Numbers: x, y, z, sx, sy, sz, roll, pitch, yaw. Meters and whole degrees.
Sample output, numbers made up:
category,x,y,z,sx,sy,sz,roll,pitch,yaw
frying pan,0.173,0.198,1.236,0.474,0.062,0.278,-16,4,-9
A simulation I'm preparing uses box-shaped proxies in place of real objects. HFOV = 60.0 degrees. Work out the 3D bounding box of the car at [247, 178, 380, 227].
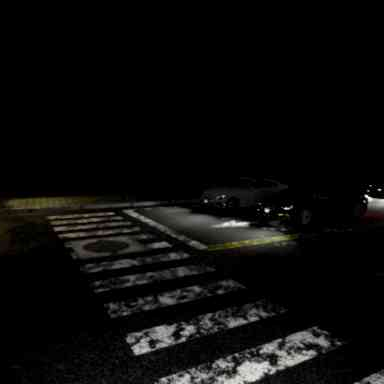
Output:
category,x,y,z,sx,sy,sz,roll,pitch,yaw
car,4.768,0.323,12.902,4.892,1.490,1.837,-2,7,-29

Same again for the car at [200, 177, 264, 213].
category,x,y,z,sx,sy,sz,roll,pitch,yaw
car,2.605,0.029,15.383,4.674,1.442,1.812,-3,7,-30

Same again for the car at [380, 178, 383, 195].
category,x,y,z,sx,sy,sz,roll,pitch,yaw
car,13.217,-0.383,21.308,4.181,1.385,1.994,-2,7,-29
